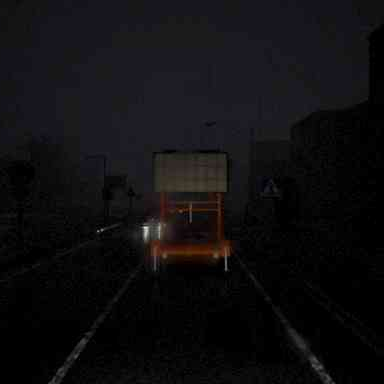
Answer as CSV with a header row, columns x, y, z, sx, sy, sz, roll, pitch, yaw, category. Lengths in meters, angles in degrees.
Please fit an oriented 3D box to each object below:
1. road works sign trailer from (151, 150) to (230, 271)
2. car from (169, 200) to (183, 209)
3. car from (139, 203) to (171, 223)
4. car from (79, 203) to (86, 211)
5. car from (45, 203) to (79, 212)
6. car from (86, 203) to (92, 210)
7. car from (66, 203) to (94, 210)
x,y,z,sx,sy,sz,roll,pitch,yaw,category
-0.038,0.450,10.772,2.380,3.560,2.880,0,-1,0,road works sign trailer
-3.159,2.716,71.850,2.150,2.045,5.566,0,-1,0,car
-3.338,2.045,30.785,2.033,1.411,5.357,0,-1,0,car
-21.884,2.622,58.617,4.892,1.521,2.231,0,-1,0,car
-21.896,2.581,55.341,4.674,1.452,2.002,0,-1,0,car
-21.887,2.701,61.889,5.008,1.535,2.097,0,-1,0,car
-21.870,2.818,65.036,4.674,1.452,2.002,0,-1,0,car
